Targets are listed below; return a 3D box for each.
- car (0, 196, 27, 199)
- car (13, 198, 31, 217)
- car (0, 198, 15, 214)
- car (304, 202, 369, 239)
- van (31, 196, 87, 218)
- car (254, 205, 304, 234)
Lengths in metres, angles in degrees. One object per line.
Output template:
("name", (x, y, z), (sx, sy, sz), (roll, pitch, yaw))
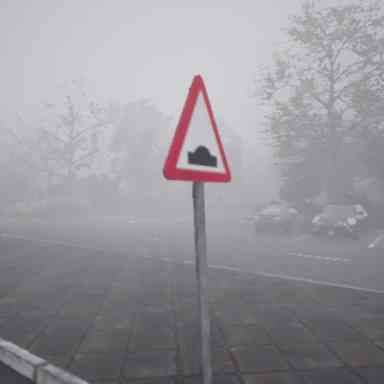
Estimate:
("car", (-21.104, 1.536, 37.251), (2.435, 2.045, 5.566), (-2, -1, 35))
("car", (-14.117, 1.608, 32.615), (1.946, 1.575, 5.366), (-1, -1, 35))
("car", (-16.296, 1.657, 34.143), (1.946, 1.575, 5.366), (-2, -1, 35))
("car", (7.697, 1.317, 17.118), (2.185, 1.767, 4.553), (0, 0, 35))
("van", (-12.006, 1.339, 30.766), (1.878, 1.987, 4.442), (-1, -1, 35))
("car", (5.075, 1.482, 18.900), (2.002, 1.452, 4.674), (0, 0, 35))
